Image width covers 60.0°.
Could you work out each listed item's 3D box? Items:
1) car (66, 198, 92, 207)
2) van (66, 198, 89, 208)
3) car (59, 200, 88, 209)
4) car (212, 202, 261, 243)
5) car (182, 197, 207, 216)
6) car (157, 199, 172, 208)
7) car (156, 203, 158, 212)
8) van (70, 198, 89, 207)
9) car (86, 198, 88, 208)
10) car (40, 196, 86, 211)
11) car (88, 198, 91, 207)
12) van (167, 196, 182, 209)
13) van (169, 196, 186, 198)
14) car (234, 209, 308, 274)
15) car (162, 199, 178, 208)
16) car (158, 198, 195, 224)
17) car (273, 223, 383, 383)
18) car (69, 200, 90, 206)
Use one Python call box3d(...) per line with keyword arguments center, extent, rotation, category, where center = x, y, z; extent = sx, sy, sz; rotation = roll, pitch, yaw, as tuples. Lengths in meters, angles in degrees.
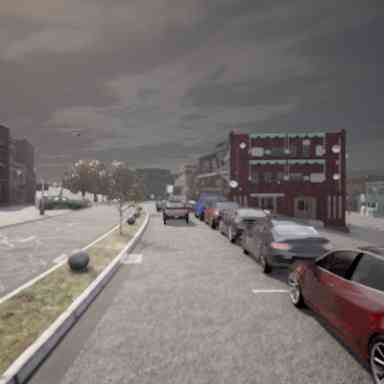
box3d(center=(-26.373, 2.448, 77.631), extent=(5.566, 2.045, 2.435), rotation=(0, -1, -18), category="car")
box3d(center=(-24.053, 2.277, 69.920), extent=(4.442, 1.987, 1.878), rotation=(0, -1, -16), category="van")
box3d(center=(-21.083, 2.237, 59.412), extent=(4.792, 1.488, 2.163), rotation=(0, -2, -14), category="car")
box3d(center=(2.465, 1.431, 15.798), extent=(2.231, 1.521, 4.892), rotation=(0, 0, -3), category="car")
box3d(center=(0.058, 1.619, 37.951), extent=(2.002, 1.452, 4.674), rotation=(0, -1, -8), category="car")
box3d(center=(-5.371, 2.230, 65.100), extent=(2.097, 1.535, 5.008), rotation=(0, -2, -14), category="car")
box3d(center=(-3.603, 1.782, 42.195), extent=(1.895, 1.301, 4.718), rotation=(0, -1, -9), category="car")
box3d(center=(-27.099, 2.534, 80.281), extent=(4.442, 1.987, 1.878), rotation=(0, -1, -18), category="van")
box3d(center=(-19.119, 1.993, 51.330), extent=(4.792, 1.488, 2.163), rotation=(0, -2, -12), category="car")
box3d(center=(-18.017, 1.567, 45.985), extent=(5.566, 2.045, 2.435), rotation=(0, -1, -11), category="car")
box3d(center=(-20.394, 2.129, 56.769), extent=(4.892, 1.521, 2.231), rotation=(0, -2, -13), category="car")
box3d(center=(-2.895, 1.704, 54.441), extent=(1.878, 1.987, 4.442), rotation=(0, -1, -11), category="van")
box3d(center=(-1.800, 1.565, 49.013), extent=(1.878, 1.987, 4.442), rotation=(0, -1, -10), category="van")
box3d(center=(2.763, 1.484, 10.384), extent=(2.002, 1.452, 4.674), rotation=(0, 0, -2), category="car")
box3d(center=(-4.069, 2.110, 59.765), extent=(2.163, 1.488, 4.792), rotation=(0, -2, -12), category="car")
box3d(center=(-1.285, 1.463, 24.822), extent=(2.128, 1.511, 4.902), rotation=(0, 0, -6), category="car")
box3d(center=(2.947, 1.491, 4.868), extent=(2.163, 1.488, 4.792), rotation=(0, 0, -1), category="car")
box3d(center=(-28.926, 2.881, 85.475), extent=(4.892, 1.521, 2.231), rotation=(0, -1, -18), category="car")
